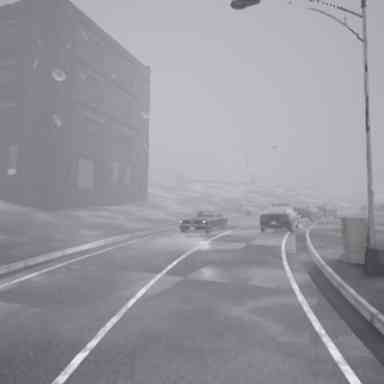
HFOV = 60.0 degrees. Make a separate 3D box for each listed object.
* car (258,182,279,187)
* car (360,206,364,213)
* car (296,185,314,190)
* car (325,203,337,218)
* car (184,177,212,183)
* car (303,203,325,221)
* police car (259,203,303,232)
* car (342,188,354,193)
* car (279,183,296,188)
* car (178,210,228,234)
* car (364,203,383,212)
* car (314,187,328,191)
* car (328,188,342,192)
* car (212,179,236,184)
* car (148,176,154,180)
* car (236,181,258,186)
[{"bbox_3d":[15.570,-1.372,72.071,5.008,1.535,2.097,3,-5,-28],"label":"car"},{"bbox_3d":[28.856,2.461,52.795,5.008,1.535,1.882,1,-4,-29],"label":"car"},{"bbox_3d":[25.327,-0.817,77.647,4.792,1.488,2.163,3,-5,-30],"label":"car"},{"bbox_3d":[13.464,1.872,34.310,1.837,1.490,4.892,-3,-3,39],"label":"car"},{"bbox_3d":[0.737,-2.059,64.617,4.892,1.521,2.231,2,-5,-25],"label":"car"},{"bbox_3d":[10.118,1.785,29.661,1.837,1.490,4.892,-3,-2,33],"label":"car"},{"bbox_3d":[5.671,1.575,21.342,1.930,1.638,5.238,-2,-1,23],"label":"police car"},{"bbox_3d":[39.247,-0.118,86.618,4.553,1.767,2.185,4,-6,-34],"label":"car"},{"bbox_3d":[20.394,-1.244,74.763,4.553,1.767,2.185,3,-5,-29],"label":"car"},{"bbox_3d":[0.791,1.822,21.125,1.895,1.301,4.718,-1,-1,21],"label":"car"},{"bbox_3d":[27.866,2.319,48.329,4.718,1.301,1.895,0,-4,-27],"label":"car"},{"bbox_3d":[30.027,-0.538,80.528,4.674,1.452,2.002,3,-5,-32],"label":"car"},{"bbox_3d":[34.581,-0.303,83.460,4.892,1.521,2.231,3,-6,-33],"label":"car"},{"bbox_3d":[5.713,-1.852,66.998,4.892,1.521,2.231,2,-5,-26],"label":"car"},{"bbox_3d":[-9.133,-2.569,59.923,4.553,1.767,2.185,2,-5,-25],"label":"car"},{"bbox_3d":[10.669,-1.579,69.479,4.674,1.452,2.002,3,-5,-27],"label":"car"}]
